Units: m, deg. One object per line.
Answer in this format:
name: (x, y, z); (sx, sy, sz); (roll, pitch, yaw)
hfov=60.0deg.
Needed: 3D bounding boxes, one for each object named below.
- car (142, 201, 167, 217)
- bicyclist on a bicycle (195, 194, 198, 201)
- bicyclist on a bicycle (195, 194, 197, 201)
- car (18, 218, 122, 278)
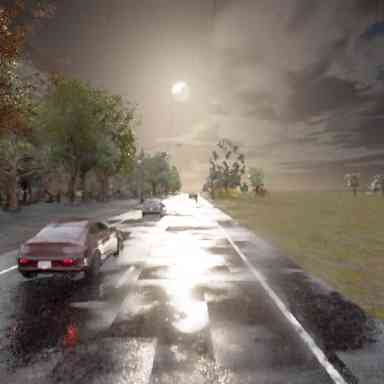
car: (-3.396, 1.477, 30.287); (2.033, 1.411, 5.357); (0, 0, 0)
bicyclist on a bicycle: (0.969, 1.213, 68.961); (0.659, 1.776, 1.843); (0, 0, 0)
bicyclist on a bicycle: (0.971, 1.275, 77.965); (0.582, 1.620, 1.656); (0, 0, 0)
car: (-3.399, 1.502, 9.973); (1.812, 1.442, 4.674); (0, 0, 0)
